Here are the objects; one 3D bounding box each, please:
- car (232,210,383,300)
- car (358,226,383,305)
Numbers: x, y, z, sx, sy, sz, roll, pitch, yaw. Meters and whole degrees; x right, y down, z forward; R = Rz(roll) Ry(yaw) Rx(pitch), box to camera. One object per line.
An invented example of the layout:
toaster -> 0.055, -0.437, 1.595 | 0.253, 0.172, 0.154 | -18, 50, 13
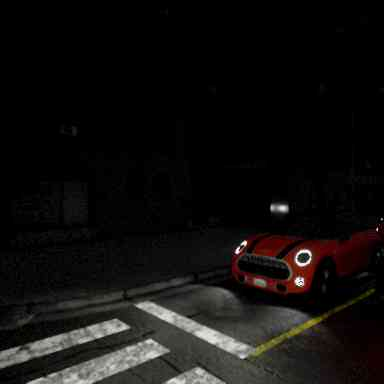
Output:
car -> 3.069, 1.299, 8.481 | 4.553, 1.767, 2.097 | 0, 1, -43
car -> 5.412, 1.467, 6.789 | 4.892, 1.490, 1.837 | 0, 1, -42
